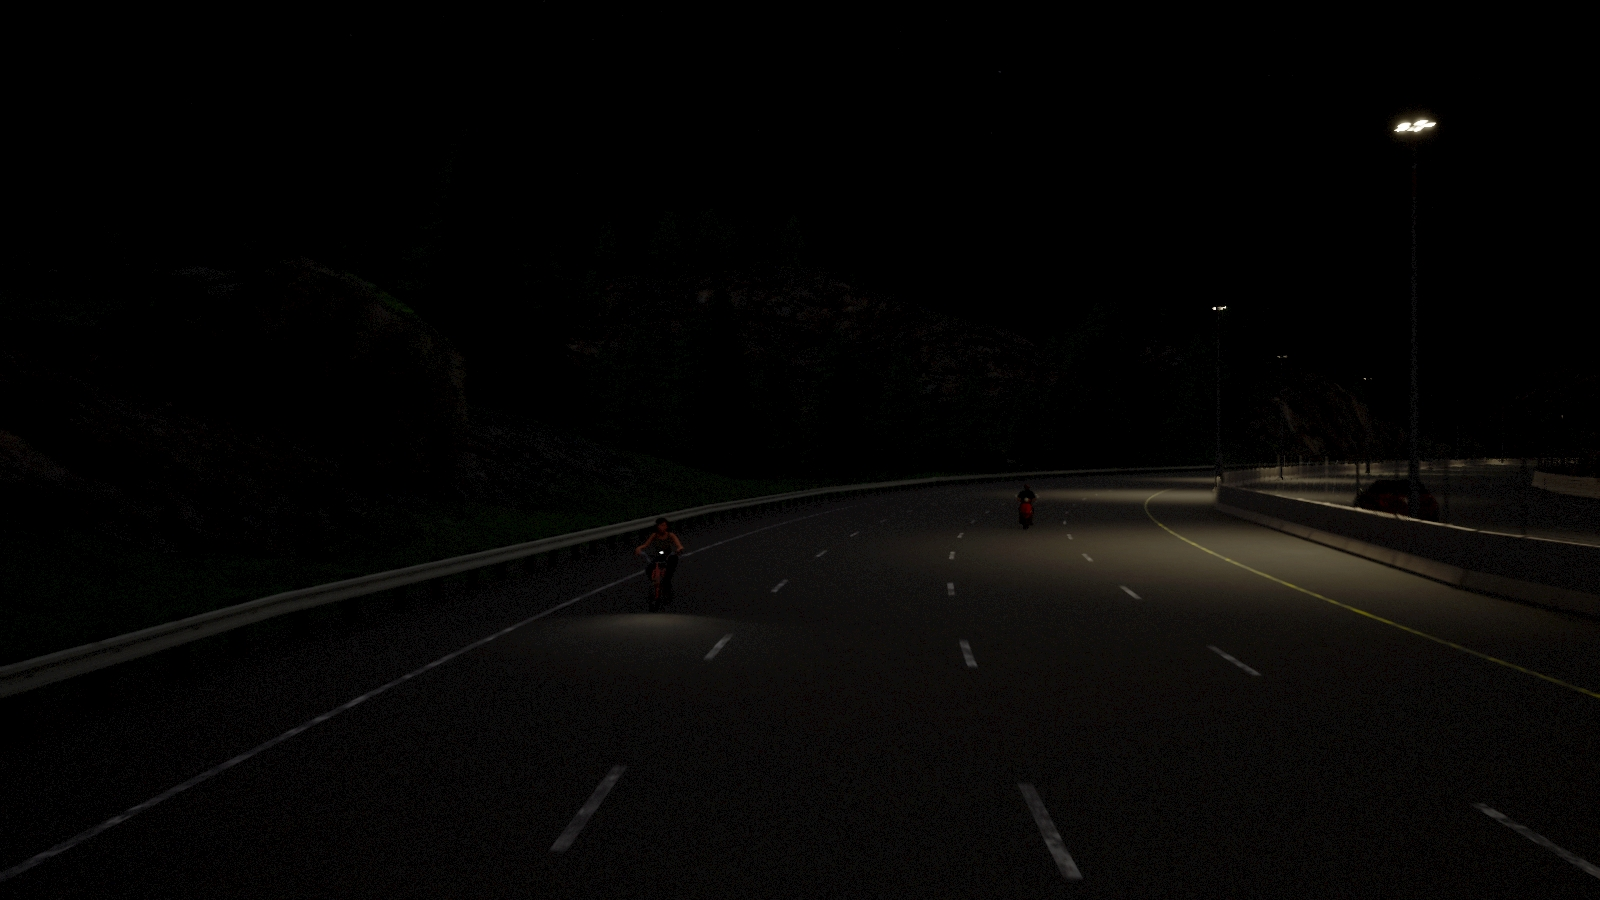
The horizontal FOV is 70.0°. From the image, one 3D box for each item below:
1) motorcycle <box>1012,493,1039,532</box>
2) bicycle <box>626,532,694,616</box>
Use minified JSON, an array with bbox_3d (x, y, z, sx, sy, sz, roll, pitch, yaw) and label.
[{"bbox_3d":[7.987,2.189,40.419,0.856,1.236,1.805,1,0,13],"label":"motorcycle"},{"bbox_3d":[-2.441,2.145,20.044,0.859,1.295,1.487,0,0,7],"label":"bicycle"}]
